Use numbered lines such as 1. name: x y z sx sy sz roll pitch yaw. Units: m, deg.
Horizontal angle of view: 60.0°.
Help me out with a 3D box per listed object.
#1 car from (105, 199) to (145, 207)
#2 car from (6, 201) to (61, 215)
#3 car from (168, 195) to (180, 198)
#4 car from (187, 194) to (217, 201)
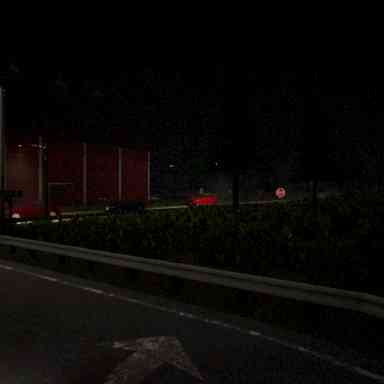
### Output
1. car: -7.239 1.517 36.040 2.128 1.511 4.902 0 0 36
2. car: -13.434 1.504 27.631 1.882 1.535 5.008 0 0 36
3. car: -4.716 1.532 85.606 1.816 1.474 4.193 0 0 36
4. car: 1.511 1.249 47.900 2.150 2.045 5.566 0 0 37
